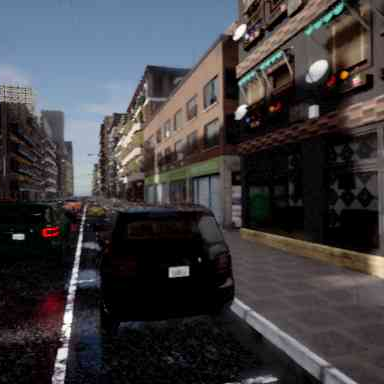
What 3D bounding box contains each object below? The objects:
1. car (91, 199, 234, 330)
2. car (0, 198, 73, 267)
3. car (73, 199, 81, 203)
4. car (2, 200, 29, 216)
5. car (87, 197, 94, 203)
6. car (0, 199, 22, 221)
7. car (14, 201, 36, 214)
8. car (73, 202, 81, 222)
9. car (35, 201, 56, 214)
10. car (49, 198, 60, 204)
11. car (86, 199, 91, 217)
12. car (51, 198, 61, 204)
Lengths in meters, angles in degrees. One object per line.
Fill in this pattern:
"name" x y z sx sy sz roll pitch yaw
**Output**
"car" -0.994 1.260 7.347 2.150 2.045 5.566 -1 0 -17
"car" -5.471 1.320 11.504 2.150 2.045 5.566 -1 0 -18
"car" -15.731 1.670 43.774 2.097 1.767 4.553 -1 0 -17
"car" -19.635 1.788 37.237 1.967 1.590 4.097 0 0 -17
"car" -26.940 2.105 88.293 1.752 1.417 4.829 0 0 -17
"car" -17.941 1.627 31.863 2.192 1.841 5.009 0 0 -17
"car" -21.328 1.929 42.613 1.887 1.381 4.507 0 0 -17
"car" -10.784 1.815 28.420 1.895 1.301 4.718 -1 0 -18
"car" -18.176 1.850 41.484 1.837 1.490 4.892 -1 -1 -17
"car" -33.188 2.185 80.239 2.008 1.369 4.403 0 0 -17
"car" -9.997 1.747 34.540 1.752 1.417 4.829 0 0 -18
"car" -34.883 2.220 85.615 2.008 1.369 4.403 0 0 -17
